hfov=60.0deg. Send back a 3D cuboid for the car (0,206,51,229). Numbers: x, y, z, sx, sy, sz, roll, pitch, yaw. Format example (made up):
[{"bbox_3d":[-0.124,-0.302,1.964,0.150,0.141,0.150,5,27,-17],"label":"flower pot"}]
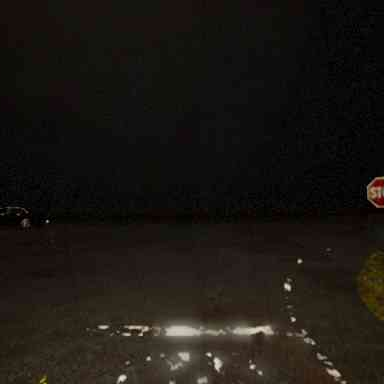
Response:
[{"bbox_3d":[-12.030,1.727,22.185,4.892,1.490,1.837,-1,-3,1],"label":"car"}]
